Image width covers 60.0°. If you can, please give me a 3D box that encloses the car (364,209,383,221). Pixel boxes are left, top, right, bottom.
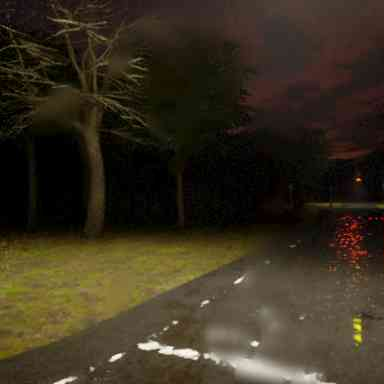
[{"bbox_3d":[25.058,3.147,46.125,2.128,1.511,4.902,-2,-2,27],"label":"car"}]

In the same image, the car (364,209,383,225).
[{"bbox_3d":[21.557,3.041,39.070,2.033,1.411,5.357,-2,-2,27],"label":"car"}]
